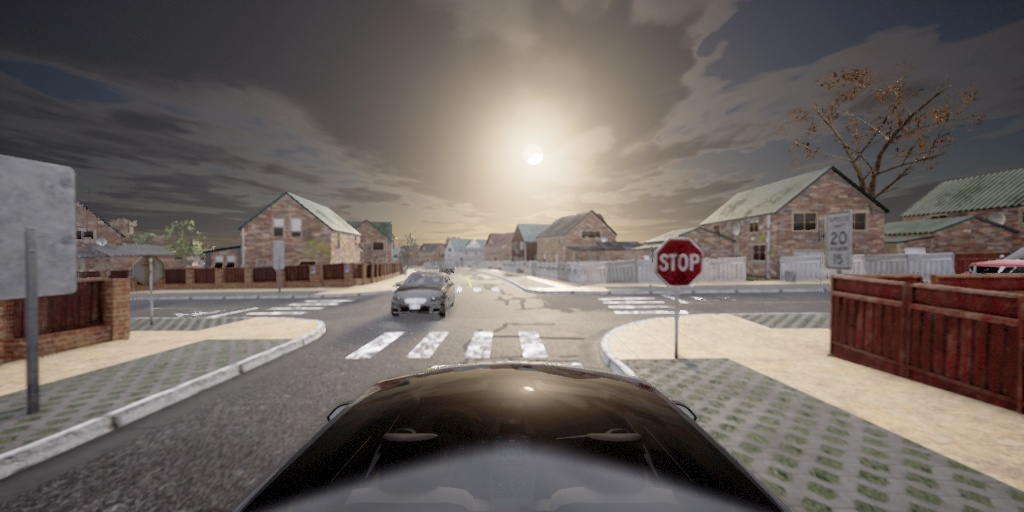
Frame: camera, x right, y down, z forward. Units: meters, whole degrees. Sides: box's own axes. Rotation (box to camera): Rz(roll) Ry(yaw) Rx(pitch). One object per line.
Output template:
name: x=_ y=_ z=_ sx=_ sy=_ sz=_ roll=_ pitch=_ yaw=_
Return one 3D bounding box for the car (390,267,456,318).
car: x=-3.238 y=1.363 z=13.791 sx=2.128 sy=1.511 sz=4.902 roll=1 pitch=0 yaw=-4

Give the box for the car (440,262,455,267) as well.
car: x=-9.214 y=1.679 z=51.026 sx=1.837 sy=1.490 sz=4.892 roll=0 pitch=0 yaw=-14

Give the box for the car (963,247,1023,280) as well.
car: x=22.139 y=0.508 z=14.491 sx=5.566 sy=2.045 sz=2.150 roll=-1 pitch=1 yaw=5
